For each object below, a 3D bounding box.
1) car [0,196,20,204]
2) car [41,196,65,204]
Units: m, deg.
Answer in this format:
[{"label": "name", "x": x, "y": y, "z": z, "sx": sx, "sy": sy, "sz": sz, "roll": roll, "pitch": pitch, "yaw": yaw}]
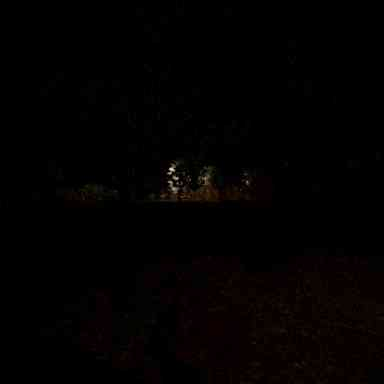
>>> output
[{"label": "car", "x": -37.630, "y": 1.632, "z": 67.799, "sx": 2.128, "sy": 1.511, "sz": 4.902, "roll": 0, "pitch": 0, "yaw": 34}, {"label": "car", "x": -28.623, "y": 1.664, "z": 68.644, "sx": 2.128, "sy": 1.511, "sz": 4.902, "roll": 0, "pitch": 0, "yaw": 34}]
